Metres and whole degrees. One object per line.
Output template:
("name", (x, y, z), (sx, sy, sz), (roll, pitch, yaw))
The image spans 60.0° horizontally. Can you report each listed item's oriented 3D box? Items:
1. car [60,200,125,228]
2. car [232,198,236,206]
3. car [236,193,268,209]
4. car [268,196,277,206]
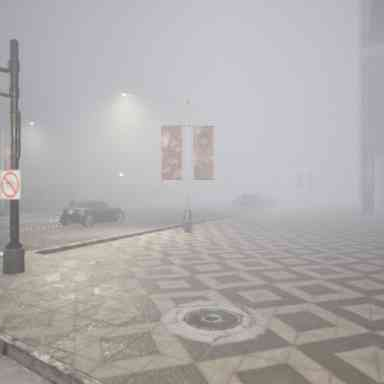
("car", (-6.582, 1.338, 22.534), (2.097, 1.767, 4.553), (0, 0, 26))
("car", (7.787, 1.462, 51.927), (1.837, 1.490, 4.892), (0, 1, 26))
("car", (8.317, 1.179, 45.748), (2.150, 2.045, 5.566), (0, 0, 26))
("car", (12.834, 1.439, 55.076), (2.128, 1.511, 4.902), (0, 0, 26))
